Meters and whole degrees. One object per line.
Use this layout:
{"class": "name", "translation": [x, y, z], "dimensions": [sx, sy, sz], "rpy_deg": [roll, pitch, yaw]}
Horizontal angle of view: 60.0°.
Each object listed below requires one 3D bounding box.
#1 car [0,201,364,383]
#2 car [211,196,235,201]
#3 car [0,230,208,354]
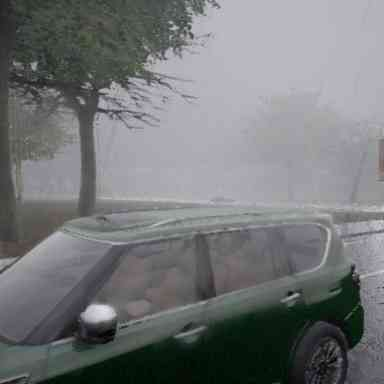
{"class": "car", "translation": [-0.518, 1.219, 3.316], "dimensions": [5.566, 2.045, 2.150], "rpy_deg": [0, 0, -35]}
{"class": "car", "translation": [5.929, 1.393, 63.261], "dimensions": [2.033, 1.411, 5.357], "rpy_deg": [0, 0, -35]}
{"class": "car", "translation": [-2.145, 1.598, 6.154], "dimensions": [4.718, 1.301, 1.895], "rpy_deg": [0, 0, -35]}
